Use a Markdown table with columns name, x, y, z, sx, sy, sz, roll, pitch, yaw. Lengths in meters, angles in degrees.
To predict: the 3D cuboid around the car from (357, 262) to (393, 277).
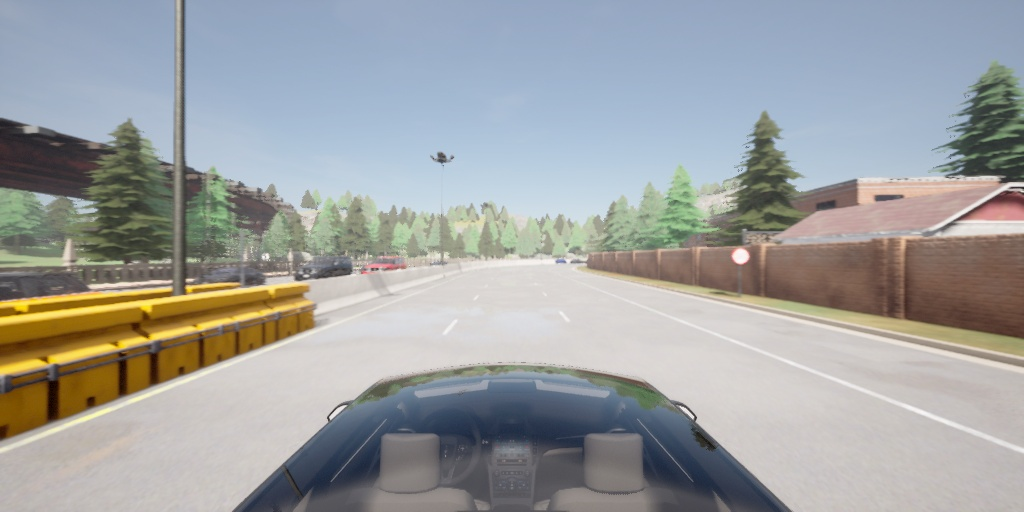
| name | x | y | z | sx | sy | sz | roll | pitch | yaw |
| --- | --- | --- | --- | --- | --- | --- | --- | --- | --- |
| car | -14.006 | 1.344 | 37.078 | 1.837 | 1.490 | 4.892 | 0 | 0 | 0 |

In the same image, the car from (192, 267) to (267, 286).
| name | x | y | z | sx | sy | sz | roll | pitch | yaw |
| --- | --- | --- | --- | --- | --- | --- | --- | --- | --- |
| car | -17.570 | 1.365 | 22.545 | 1.994 | 1.385 | 4.181 | 0 | 0 | 0 |

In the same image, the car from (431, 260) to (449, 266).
| name | x | y | z | sx | sy | sz | roll | pitch | yaw |
| --- | --- | --- | --- | --- | --- | --- | --- | --- | --- |
| car | -12.635 | 1.450 | 63.276 | 2.033 | 1.411 | 5.357 | 0 | 0 | 9 |

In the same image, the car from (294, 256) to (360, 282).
| name | x | y | z | sx | sy | sz | roll | pitch | yaw |
| --- | --- | --- | --- | --- | --- | --- | --- | --- | --- |
| car | -14.056 | 1.036 | 27.308 | 2.150 | 2.045 | 5.566 | 0 | 0 | 1 |

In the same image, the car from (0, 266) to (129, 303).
| name | x | y | z | sx | sy | sz | roll | pitch | yaw |
| --- | --- | --- | --- | --- | --- | --- | --- | --- | --- |
| car | -10.592 | 1.113 | 6.601 | 2.097 | 1.767 | 4.553 | 0 | 0 | 0 |

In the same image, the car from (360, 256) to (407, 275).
| name | x | y | z | sx | sy | sz | roll | pitch | yaw |
| --- | --- | --- | --- | --- | --- | --- | --- | --- | --- |
| car | -10.556 | 1.045 | 30.295 | 2.150 | 2.045 | 5.566 | 0 | 0 | 0 |
